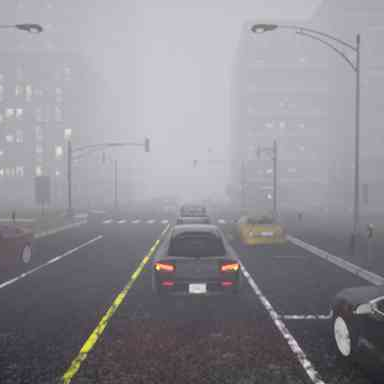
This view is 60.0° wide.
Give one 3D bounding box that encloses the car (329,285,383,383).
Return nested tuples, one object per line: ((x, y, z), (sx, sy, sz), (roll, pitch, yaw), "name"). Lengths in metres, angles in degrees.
((2.802, 1.546, 3.103), (2.008, 1.369, 4.403), (-1, 0, 0), "car")

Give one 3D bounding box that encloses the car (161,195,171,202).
((-5.854, 1.449, 74.947), (1.887, 1.381, 4.507), (-1, 0, 0), "car")

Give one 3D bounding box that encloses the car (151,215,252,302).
((0.083, 1.514, 8.109), (1.812, 1.442, 4.674), (0, 0, 0), "car")

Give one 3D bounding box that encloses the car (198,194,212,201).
((2.560, 1.475, 58.001), (2.008, 1.369, 4.403), (-1, 0, 0), "car")

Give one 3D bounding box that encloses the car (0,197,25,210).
((-21.738, 1.233, 37.972), (4.829, 1.417, 1.752), (0, 1, 1), "car")

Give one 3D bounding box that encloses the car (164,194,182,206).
((-3.189, 1.477, 53.053), (2.033, 1.411, 5.357), (0, 0, 0), "car")

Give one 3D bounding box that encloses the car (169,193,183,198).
((-3.142, 1.421, 68.680), (2.128, 1.511, 4.902), (0, 0, 0), "car")

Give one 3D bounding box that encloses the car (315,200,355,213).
((16.238, 1.582, 37.552), (4.403, 1.369, 2.008), (0, 1, 1), "car")

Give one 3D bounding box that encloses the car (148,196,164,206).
((-5.808, 1.457, 52.159), (1.752, 1.417, 4.829), (-1, 0, 0), "car")

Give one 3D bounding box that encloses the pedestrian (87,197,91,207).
((-12.631, 1.155, 40.836), (0.375, 1.300, 0.375), (0, 1, 1), "pedestrian")

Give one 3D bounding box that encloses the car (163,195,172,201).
((-5.865, 1.479, 80.601), (1.802, 1.307, 4.206), (-1, 0, 0), "car")

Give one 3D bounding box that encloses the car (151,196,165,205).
((-5.820, 1.490, 57.983), (1.947, 1.339, 4.313), (-1, 0, 0), "car")

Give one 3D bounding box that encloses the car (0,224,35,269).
((-5.849, 1.532, 8.787), (1.887, 1.381, 4.507), (-1, 0, 0), "car")

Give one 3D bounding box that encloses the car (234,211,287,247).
((2.778, 1.505, 14.561), (1.752, 1.417, 4.829), (-1, 0, 0), "car")

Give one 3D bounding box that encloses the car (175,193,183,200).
((-3.172, 1.113, 84.461), (1.837, 1.490, 4.892), (0, 0, 0), "car")

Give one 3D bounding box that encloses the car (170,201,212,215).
((0.053, 1.466, 18.183), (2.128, 1.511, 4.902), (0, 0, 0), "car")

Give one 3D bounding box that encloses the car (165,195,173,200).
((-5.878, 1.435, 86.256), (1.887, 1.381, 4.507), (-1, 0, 0), "car")
